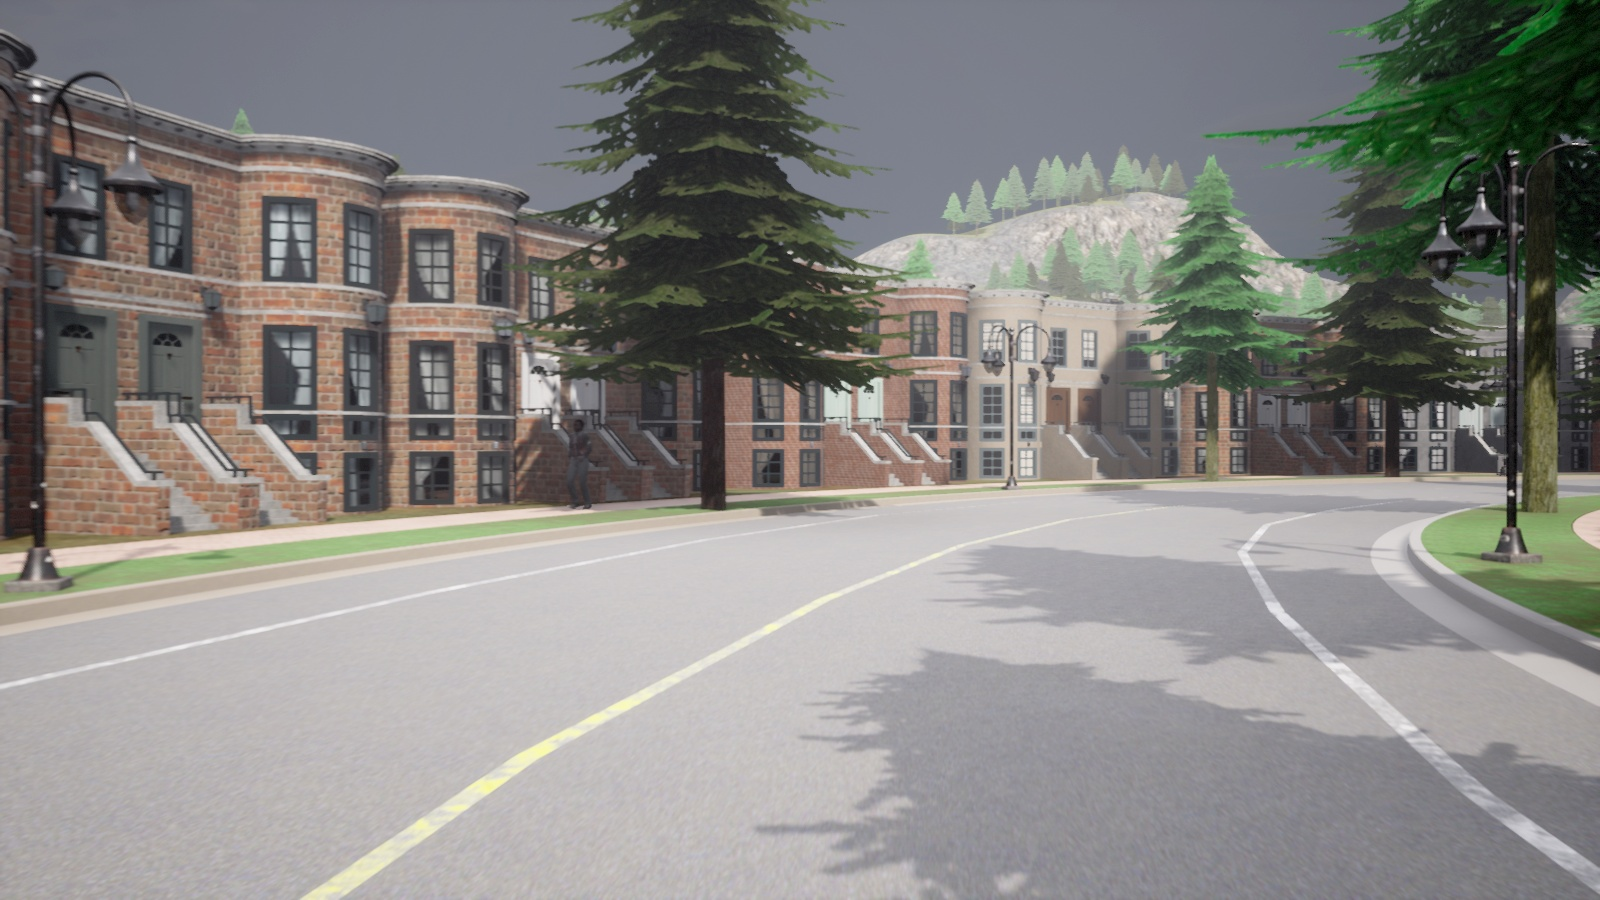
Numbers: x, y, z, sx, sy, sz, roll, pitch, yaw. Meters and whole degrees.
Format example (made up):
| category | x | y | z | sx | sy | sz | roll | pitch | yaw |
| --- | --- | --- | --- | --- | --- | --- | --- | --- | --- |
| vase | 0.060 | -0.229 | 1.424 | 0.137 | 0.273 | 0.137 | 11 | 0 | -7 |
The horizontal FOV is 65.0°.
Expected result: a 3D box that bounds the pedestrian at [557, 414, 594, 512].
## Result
| category | x | y | z | sx | sy | sz | roll | pitch | yaw |
| --- | --- | --- | --- | --- | --- | --- | --- | --- | --- |
| pedestrian | -4.482 | 0.260 | 25.064 | 0.402 | 1.930 | 0.666 | 0 | 0 | 28 |
